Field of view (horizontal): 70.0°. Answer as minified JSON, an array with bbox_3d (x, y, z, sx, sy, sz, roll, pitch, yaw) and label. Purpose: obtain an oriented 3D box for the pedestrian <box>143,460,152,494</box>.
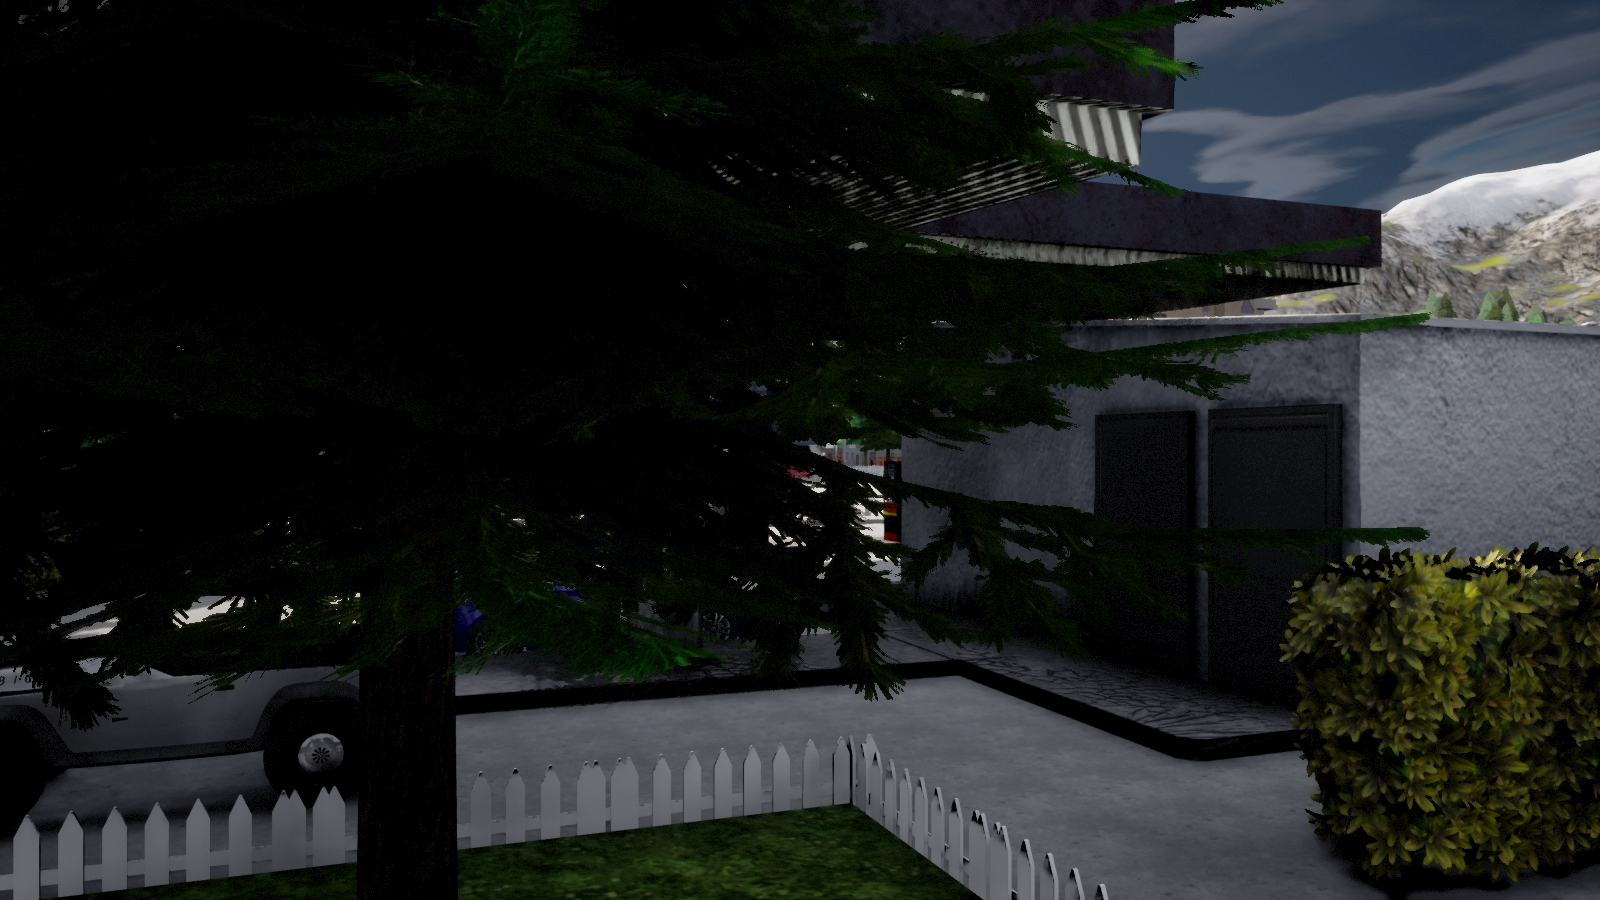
[{"bbox_3d":[-36.151,1.502,63.261,0.375,1.860,0.375,0,0,-21],"label":"pedestrian"}]
